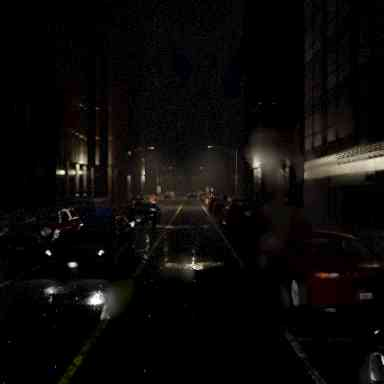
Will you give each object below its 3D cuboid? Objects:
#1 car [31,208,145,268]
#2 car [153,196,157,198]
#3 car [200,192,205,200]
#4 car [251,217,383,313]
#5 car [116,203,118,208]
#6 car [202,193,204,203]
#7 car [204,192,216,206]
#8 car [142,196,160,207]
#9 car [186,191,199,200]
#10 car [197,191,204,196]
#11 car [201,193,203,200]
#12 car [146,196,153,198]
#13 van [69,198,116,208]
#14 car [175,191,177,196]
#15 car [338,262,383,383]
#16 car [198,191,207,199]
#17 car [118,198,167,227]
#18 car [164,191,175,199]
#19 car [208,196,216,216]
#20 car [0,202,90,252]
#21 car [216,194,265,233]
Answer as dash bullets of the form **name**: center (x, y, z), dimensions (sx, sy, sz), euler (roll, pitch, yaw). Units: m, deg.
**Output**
- **car**: center (-3.088, 1.486, 11.266), dimensions (2.033, 1.411, 5.357), euler (0, 0, 0)
- **car**: center (-5.755, 1.314, 41.380), dimensions (1.947, 1.339, 4.313), euler (0, 0, 0)
- **car**: center (2.772, 1.152, 58.474), dimensions (1.752, 1.417, 4.829), euler (0, 0, 0)
- **car**: center (2.767, 1.505, 7.510), dimensions (1.887, 1.381, 4.507), euler (0, 0, 0)
- **car**: center (-5.757, 1.442, 24.446), dimensions (1.802, 1.307, 4.206), euler (0, 0, 0)
- **car**: center (2.772, 1.233, 47.187), dimensions (1.752, 1.417, 4.829), euler (0, 0, 0)
- **car**: center (2.771, 1.103, 35.728), dimensions (2.192, 1.841, 5.009), euler (0, 0, 0)
- **car**: center (-5.754, 1.253, 47.024), dimensions (1.887, 1.381, 4.507), euler (0, 0, 0)
- **car**: center (0.006, 0.991, 78.368), dimensions (1.837, 1.490, 4.892), euler (0, 0, 0)
- **car**: center (2.772, 1.084, 75.234), dimensions (1.947, 1.339, 4.313), euler (0, 0, 0)
- **car**: center (2.772, 1.213, 52.661), dimensions (1.887, 1.381, 4.507), euler (0, 0, 0)
- **car**: center (-5.755, 1.353, 35.735), dimensions (1.947, 1.339, 4.313), euler (0, 0, 0)
- **van**: center (-5.756, 1.236, 18.801), dimensions (1.690, 1.788, 3.998), euler (0, 0, 0)
- **car**: center (-5.750, 0.767, 86.529), dimensions (2.192, 1.841, 5.009), euler (0, 0, 0)
- **car**: center (2.766, 1.557, 1.866), dimensions (1.947, 1.339, 4.313), euler (0, 0, 0)
- **car**: center (2.774, 0.768, 86.518), dimensions (2.192, 1.841, 5.009), euler (0, 0, 0)
- **car**: center (-3.085, 1.368, 21.828), dimensions (2.128, 1.511, 4.902), euler (0, 0, 0)
- **car**: center (-5.752, 1.050, 80.886), dimensions (1.947, 1.339, 4.313), euler (0, 0, 0)
- **car**: center (2.769, 1.370, 30.085), dimensions (1.887, 1.381, 4.507), euler (0, 0, 0)
- **car**: center (-5.757, 1.368, 13.157), dimensions (1.967, 1.590, 4.097), euler (0, 0, 0)
- **car**: center (2.769, 1.210, 18.796), dimensions (2.192, 1.841, 5.009), euler (0, 0, 0)
